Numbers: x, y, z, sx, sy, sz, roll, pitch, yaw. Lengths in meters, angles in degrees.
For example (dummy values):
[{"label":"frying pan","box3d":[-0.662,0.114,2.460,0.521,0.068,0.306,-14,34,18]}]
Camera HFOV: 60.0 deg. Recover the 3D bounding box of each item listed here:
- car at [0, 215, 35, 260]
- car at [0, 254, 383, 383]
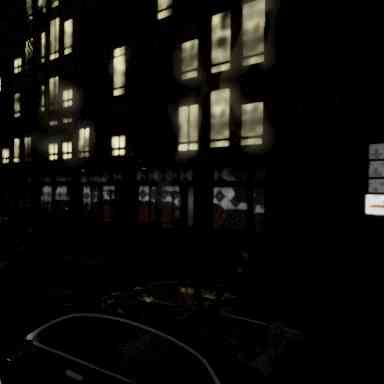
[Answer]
[{"label":"car","box3d":[-4.991,1.340,6.412,5.009,1.841,2.192,0,1,36]},{"label":"car","box3d":[-0.408,1.558,3.149,4.403,1.369,2.008,0,1,36]}]
